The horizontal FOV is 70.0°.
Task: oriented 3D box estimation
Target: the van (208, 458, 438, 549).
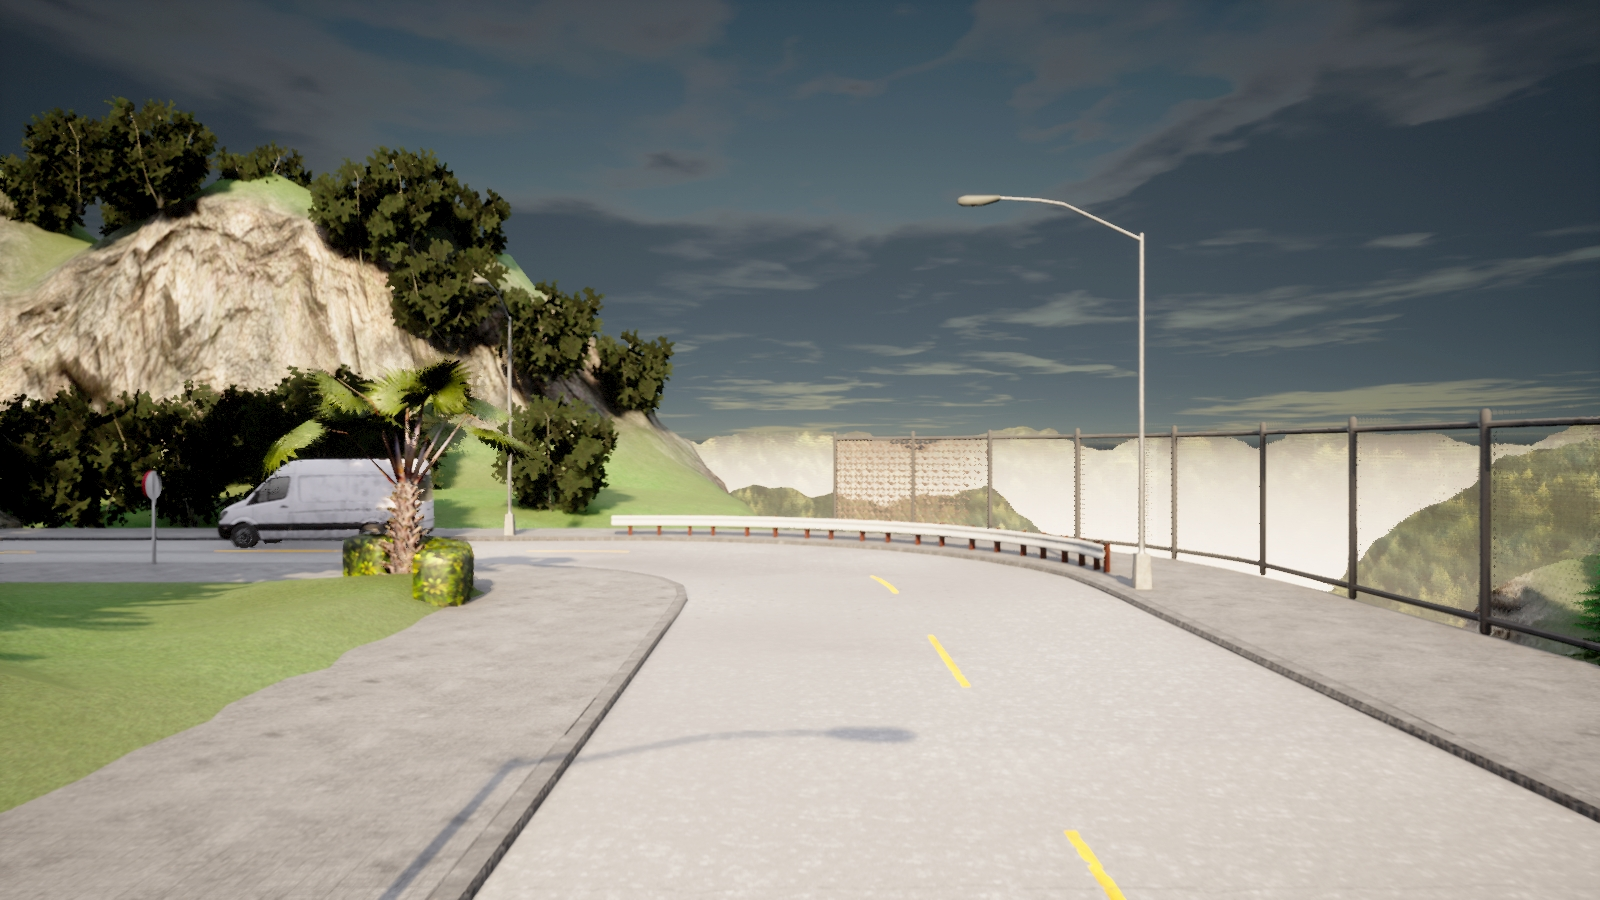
[{"bbox_3d":[-13.856,1.534,33.419,5.915,2.561,1.988,0,0,0],"label":"van"}]
